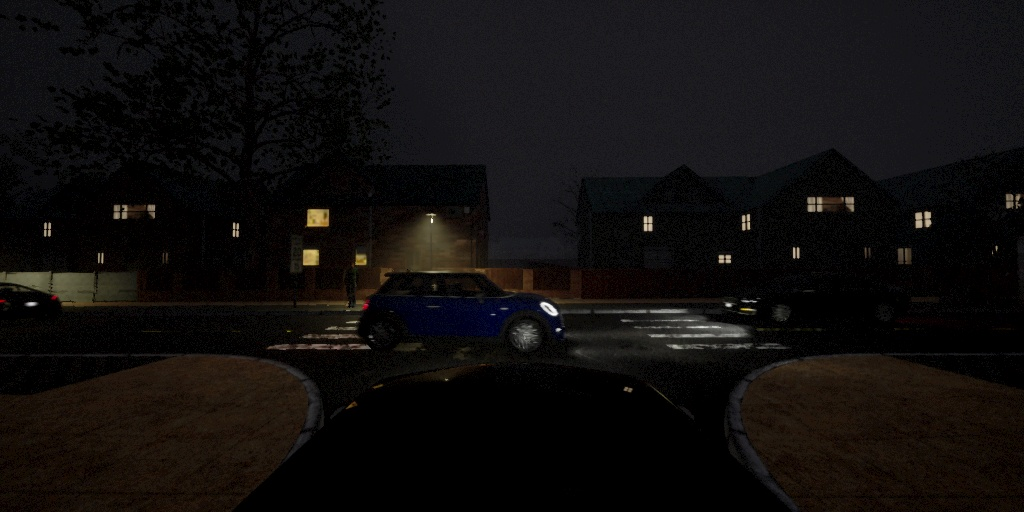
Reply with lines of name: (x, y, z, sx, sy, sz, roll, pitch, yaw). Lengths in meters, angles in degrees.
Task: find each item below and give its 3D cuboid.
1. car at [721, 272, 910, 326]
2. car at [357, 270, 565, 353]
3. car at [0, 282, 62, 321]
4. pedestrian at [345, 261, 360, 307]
car: (9.170, 1.258, 11.085, 4.892, 1.490, 1.837, 0, -1, 2)
car: (-1.067, 1.137, 8.440, 4.553, 1.767, 2.097, 0, -1, 2)
car: (-17.859, 1.581, 11.893, 4.181, 1.385, 1.994, -1, -1, 2)
pedestrian: (-6.466, 1.113, 14.473, 0.375, 1.860, 0.375, 0, -1, 2)
